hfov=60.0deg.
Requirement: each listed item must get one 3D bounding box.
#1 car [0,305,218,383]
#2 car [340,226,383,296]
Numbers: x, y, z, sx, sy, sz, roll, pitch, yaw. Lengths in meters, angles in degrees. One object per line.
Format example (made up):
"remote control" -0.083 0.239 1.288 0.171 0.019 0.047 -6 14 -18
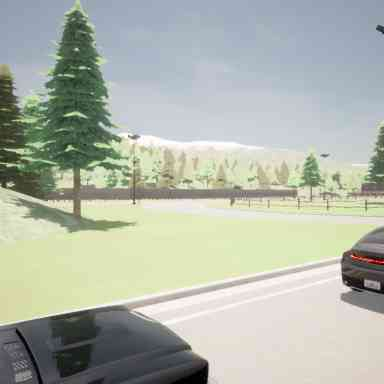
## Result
"car" -2.105 1.601 2.248 4.718 1.301 1.895 0 0 -35
"car" 5.393 1.505 7.688 4.892 1.490 1.837 0 0 -35
